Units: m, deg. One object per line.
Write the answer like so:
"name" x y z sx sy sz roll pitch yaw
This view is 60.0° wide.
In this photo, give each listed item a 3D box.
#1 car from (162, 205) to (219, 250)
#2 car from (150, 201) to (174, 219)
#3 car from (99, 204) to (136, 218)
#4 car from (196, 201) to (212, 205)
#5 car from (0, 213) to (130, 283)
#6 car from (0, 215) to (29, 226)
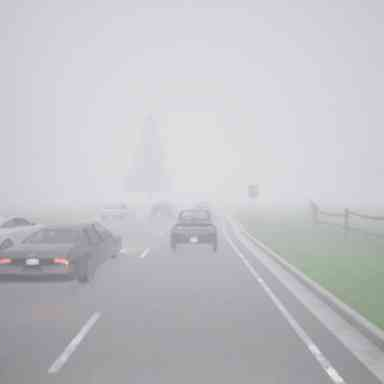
"car" 0.145 1.516 14.374 2.128 1.511 4.902 0 0 2
"car" -2.466 1.555 29.911 1.837 1.490 4.892 0 0 6
"car" -6.160 1.649 28.077 1.895 1.301 4.718 0 0 5
"car" 1.110 1.577 30.525 1.812 1.442 4.674 0 0 6
"car" -3.435 1.564 9.707 2.033 1.411 5.357 0 0 0
"car" -6.916 1.546 12.152 1.812 1.442 4.674 0 0 1
